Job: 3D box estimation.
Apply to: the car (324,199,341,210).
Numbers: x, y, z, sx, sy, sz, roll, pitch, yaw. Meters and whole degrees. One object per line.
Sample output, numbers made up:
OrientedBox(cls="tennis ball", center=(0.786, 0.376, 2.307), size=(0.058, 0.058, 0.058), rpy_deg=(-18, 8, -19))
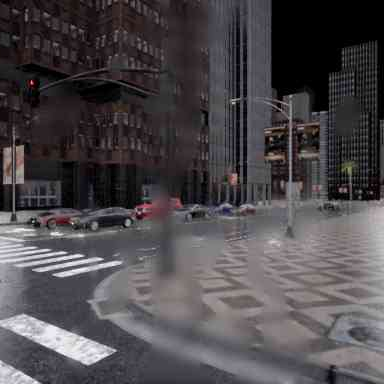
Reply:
OrientedBox(cls="car", center=(26.071, 2.507, 62.283), size=(1.837, 1.490, 4.892), rpy_deg=(0, -1, 35))

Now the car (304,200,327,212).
OrientedBox(cls="car", center=(19.350, 2.371, 52.712), size=(2.033, 1.411, 5.357), rpy_deg=(0, -1, 35))

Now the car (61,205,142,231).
OrientedBox(cls="car", center=(-5.982, 1.748, 22.542), size=(1.837, 1.490, 4.892), rpy_deg=(0, -1, 35))

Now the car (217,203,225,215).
OrientedBox(cls="car", center=(3.754, 2.079, 42.087), size=(1.812, 1.442, 4.674), rpy_deg=(0, -1, 35))

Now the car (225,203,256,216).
OrientedBox(cls="car", center=(6.170, 2.077, 39.859), size=(1.812, 1.442, 4.674), rpy_deg=(0, -1, 35))

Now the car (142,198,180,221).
OrientedBox(cls="car", center=(-3.157, 1.599, 32.239), size=(2.150, 2.045, 5.566), rpy_deg=(0, -1, 35))

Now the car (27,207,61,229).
OrientedBox(cls="car", center=(-9.271, 1.787, 23.497), size=(1.994, 1.385, 4.181), rpy_deg=(0, -1, 36))

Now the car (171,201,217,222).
OrientedBox(cls="car", center=(-0.064, 1.884, 30.986), size=(2.128, 1.511, 4.902), rpy_deg=(0, -1, 35))
